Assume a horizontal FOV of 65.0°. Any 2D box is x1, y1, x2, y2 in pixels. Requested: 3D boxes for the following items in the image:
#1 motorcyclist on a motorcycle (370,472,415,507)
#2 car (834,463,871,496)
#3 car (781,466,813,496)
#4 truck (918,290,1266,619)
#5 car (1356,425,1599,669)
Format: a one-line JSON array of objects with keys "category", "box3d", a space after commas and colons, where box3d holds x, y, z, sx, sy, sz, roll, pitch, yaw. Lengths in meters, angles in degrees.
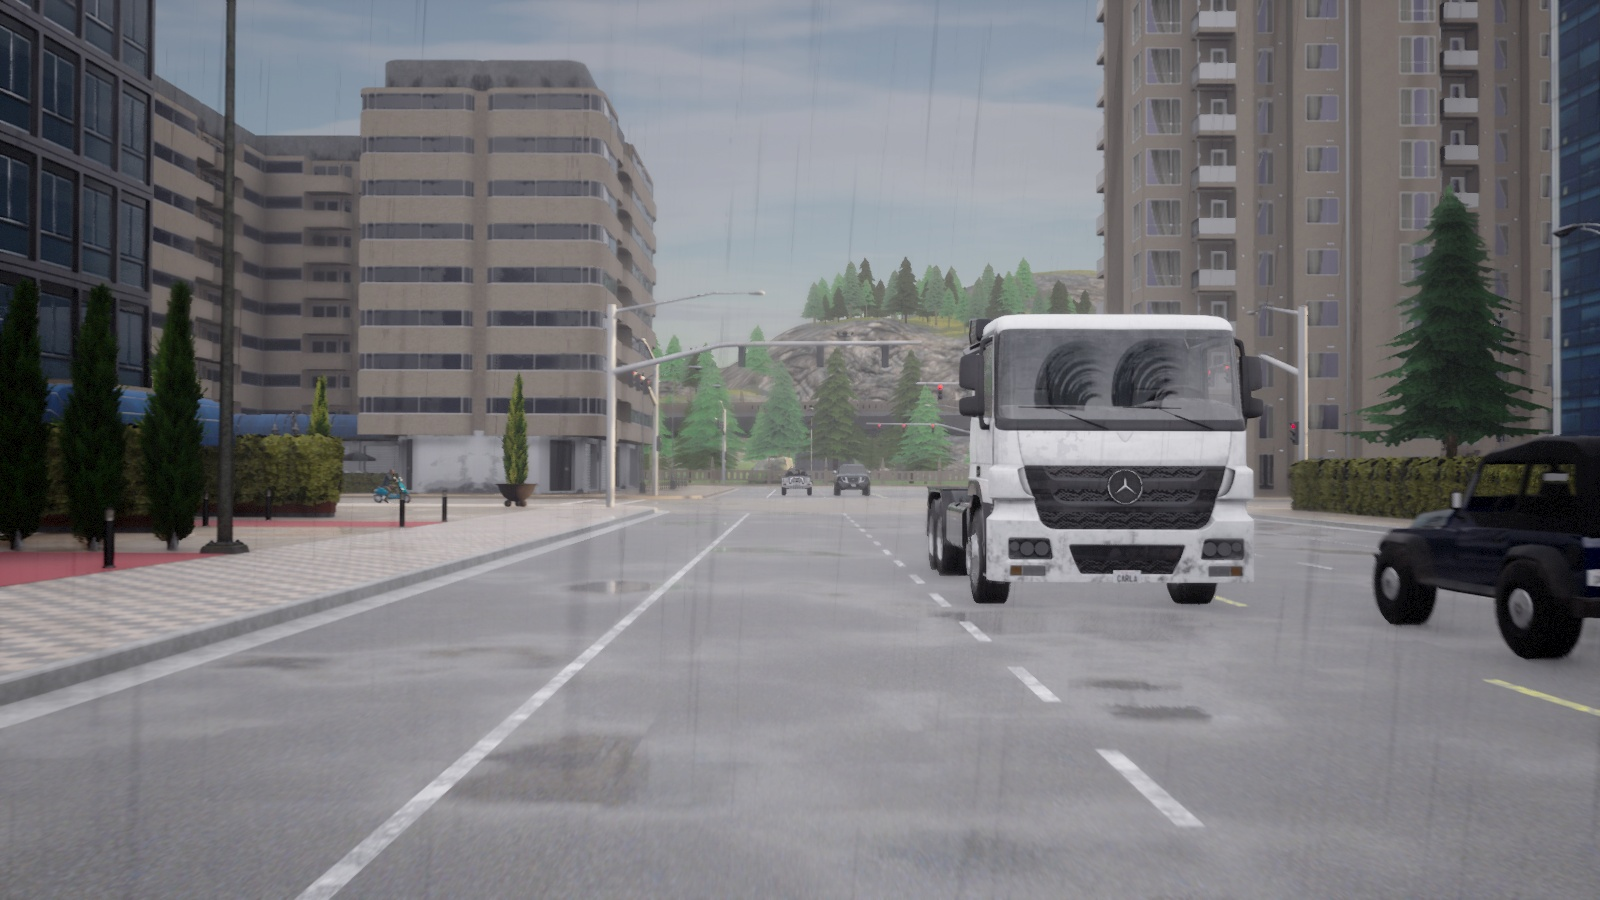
[{"category": "motorcyclist on a motorcycle", "box3d": [-18.876, 1.817, 58.170, 1.817, 1.590, 0.866, 0, -1, 0]}, {"category": "car", "box3d": [3.310, 1.863, 80.081, 2.150, 2.045, 5.566, 0, -1, 0]}, {"category": "car", "box3d": [-0.190, 1.977, 80.354, 1.932, 1.855, 4.605, 0, -1, 0]}, {"category": "truck", "box3d": [3.456, 0.107, 17.236, 2.891, 3.462, 7.936, 0, -1, 0]}, {"category": "car", "box3d": [6.972, 0.777, 11.634, 1.905, 1.878, 3.866, 0, -1, 0]}]
